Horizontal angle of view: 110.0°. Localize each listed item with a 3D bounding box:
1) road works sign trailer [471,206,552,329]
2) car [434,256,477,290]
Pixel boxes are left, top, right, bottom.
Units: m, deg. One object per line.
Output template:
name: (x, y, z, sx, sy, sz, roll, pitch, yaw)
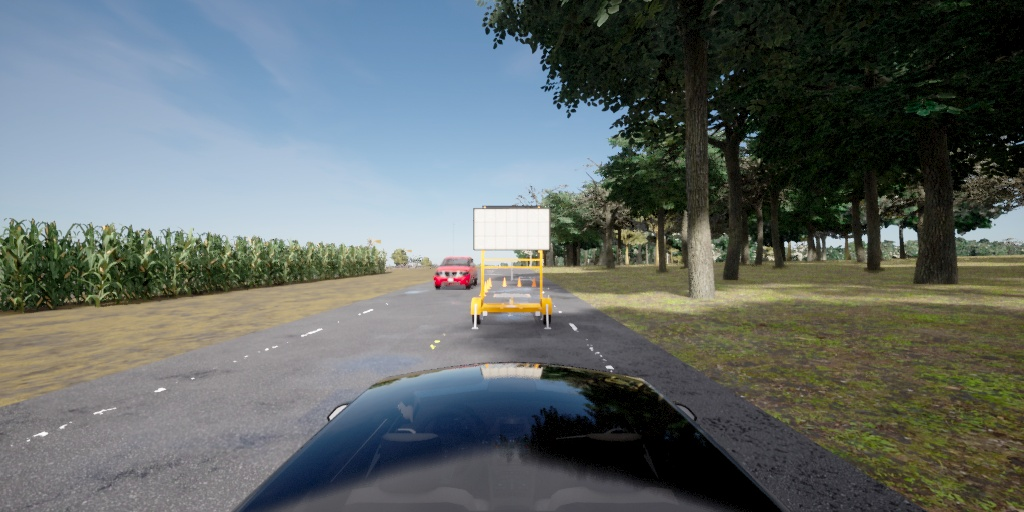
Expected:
road works sign trailer: (-0.004, 0.230, 11.284, 2.380, 3.560, 2.880, 0, 0, 1)
car: (-3.515, 1.026, 23.236, 2.150, 2.045, 5.566, 0, 0, 0)
